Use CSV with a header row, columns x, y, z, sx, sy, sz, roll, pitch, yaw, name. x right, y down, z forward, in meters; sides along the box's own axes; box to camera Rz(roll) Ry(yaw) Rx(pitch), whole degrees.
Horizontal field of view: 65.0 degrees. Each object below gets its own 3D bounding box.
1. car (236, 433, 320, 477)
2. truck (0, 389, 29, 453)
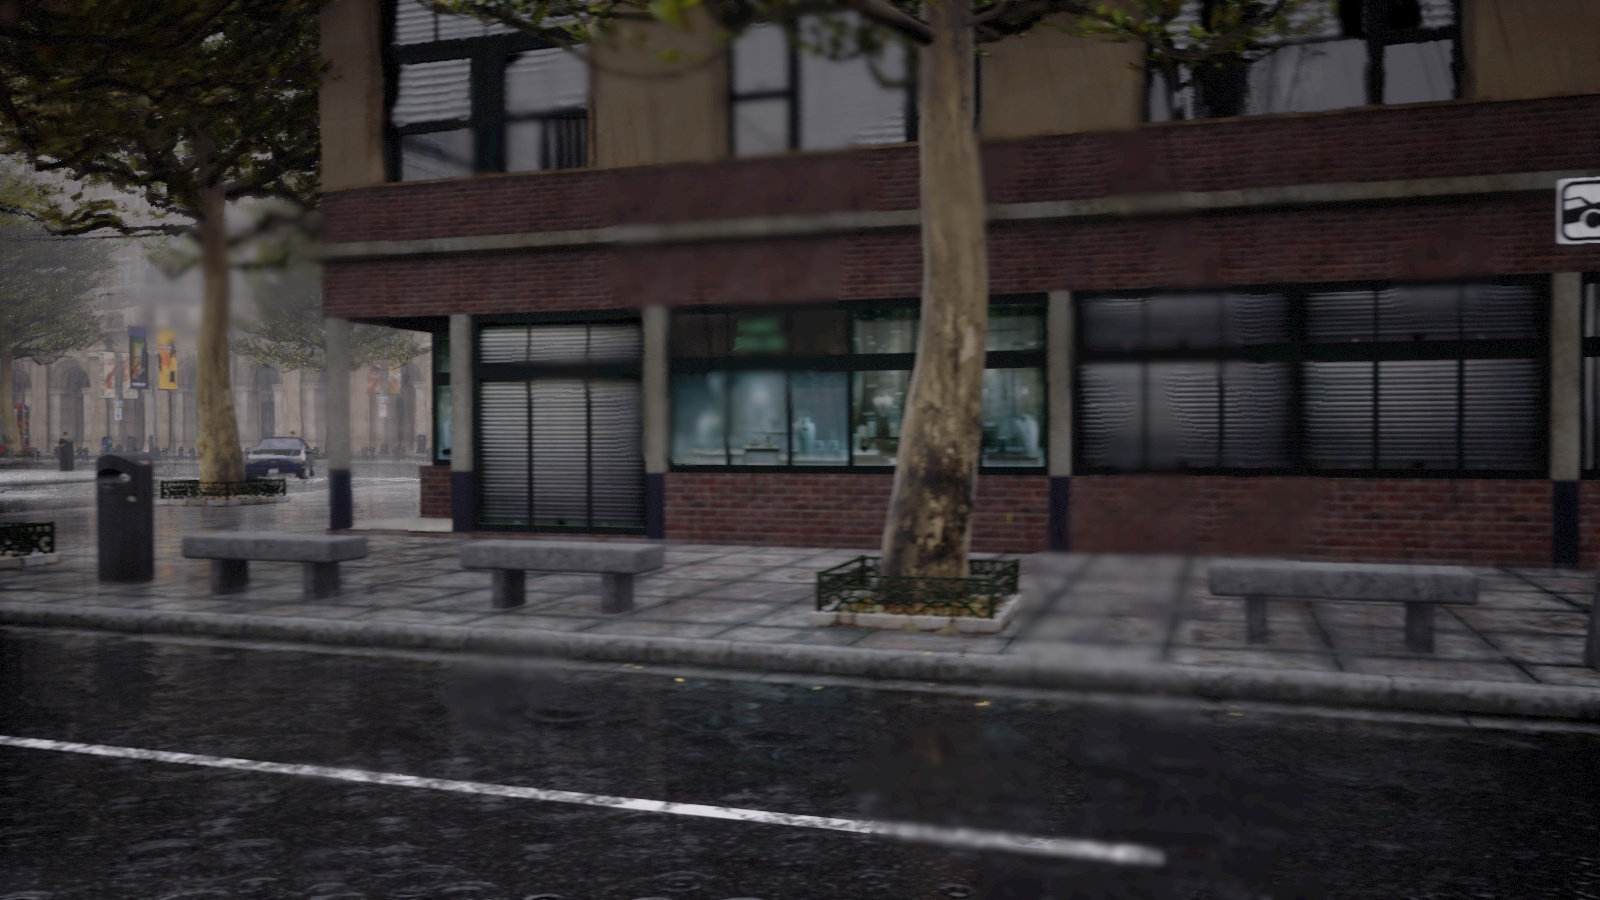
x,y,z,sx,sy,sz,roll,pitch,yaw,name
-17.686,0.123,42.762,2.033,1.411,5.357,0,1,-16,car
-51.449,-1.757,76.480,8.468,3.827,2.891,1,1,19,truck
